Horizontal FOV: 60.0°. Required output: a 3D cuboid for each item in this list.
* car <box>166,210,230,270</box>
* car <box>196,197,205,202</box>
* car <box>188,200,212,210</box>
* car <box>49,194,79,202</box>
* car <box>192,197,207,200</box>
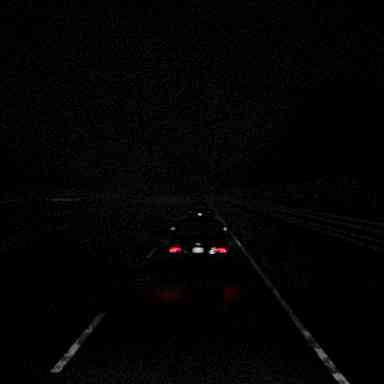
[{"bbox_3d":[0.223,1.563,11.136,2.033,1.411,5.357,0,0,2],"label":"car"},{"bbox_3d":[1.980,1.749,77.789,1.895,1.301,4.718,0,-1,2],"label":"car"},{"bbox_3d":[0.616,1.596,26.041,1.994,1.385,4.181,0,0,2],"label":"car"},{"bbox_3d":[-16.480,1.242,43.231,2.150,2.045,5.566,0,0,2],"label":"car"},{"bbox_3d":[1.372,1.597,54.702,1.837,1.490,4.892,0,-1,2],"label":"car"}]
